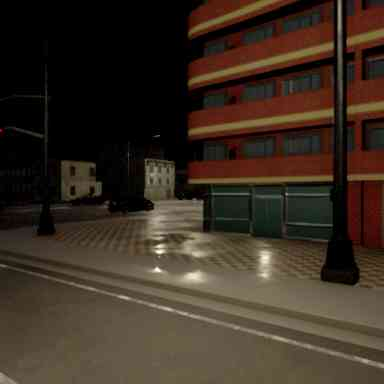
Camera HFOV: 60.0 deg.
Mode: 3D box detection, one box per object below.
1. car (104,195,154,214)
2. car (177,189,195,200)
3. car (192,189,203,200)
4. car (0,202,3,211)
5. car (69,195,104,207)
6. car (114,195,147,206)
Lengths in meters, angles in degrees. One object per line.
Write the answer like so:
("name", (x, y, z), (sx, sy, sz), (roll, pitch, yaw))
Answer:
("car", (-5.837, 1.124, 32.373), (2.097, 1.767, 4.553), (0, 1, 37))
("car", (-0.507, 0.510, 63.220), (2.150, 2.045, 5.566), (0, 1, 37))
("car", (2.708, 0.797, 61.670), (1.882, 1.535, 5.008), (0, 1, 37))
("car", (-20.314, 1.380, 30.806), (1.882, 1.535, 5.008), (0, 1, 36))
("car", (-14.167, 1.179, 44.954), (2.128, 1.511, 4.902), (0, 1, 37))
("car", (-8.576, 1.172, 46.621), (1.994, 1.385, 4.181), (0, 1, 37))
